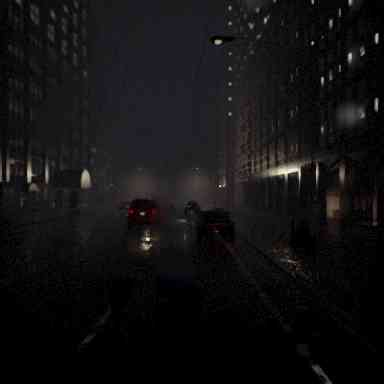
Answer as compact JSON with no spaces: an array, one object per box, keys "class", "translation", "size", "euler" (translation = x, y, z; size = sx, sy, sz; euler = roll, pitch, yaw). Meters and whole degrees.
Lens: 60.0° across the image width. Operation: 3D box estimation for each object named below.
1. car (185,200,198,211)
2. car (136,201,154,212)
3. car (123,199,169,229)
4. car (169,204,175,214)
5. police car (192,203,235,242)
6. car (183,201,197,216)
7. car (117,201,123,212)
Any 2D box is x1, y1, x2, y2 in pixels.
[{"class":"car","translation":[-0.009,2.063,50.622],"size":[1.882,1.535,5.008],"euler":[0,-1,0]},{"class":"car","translation":[-6.589,2.027,47.451],"size":[1.882,1.535,5.008],"euler":[0,-1,0]},{"class":"car","translation":[-3.154,1.504,23.863],"size":[2.150,2.045,5.566],"euler":[0,-1,0]},{"class":"car","translation":[-3.157,2.091,42.134],"size":[1.895,1.301,4.718],"euler":[0,-1,0]},{"class":"police car","translation":[1.134,1.637,17.807],"size":[1.930,1.638,5.238],"euler":[0,-1,0]},{"class":"car","translation":[0.025,1.962,39.156],"size":[1.837,1.490,4.892],"euler":[0,-1,1]},{"class":"car","translation":[-9.835,2.048,49.355],"size":[1.882,1.535,5.008],"euler":[0,0,0]}]
